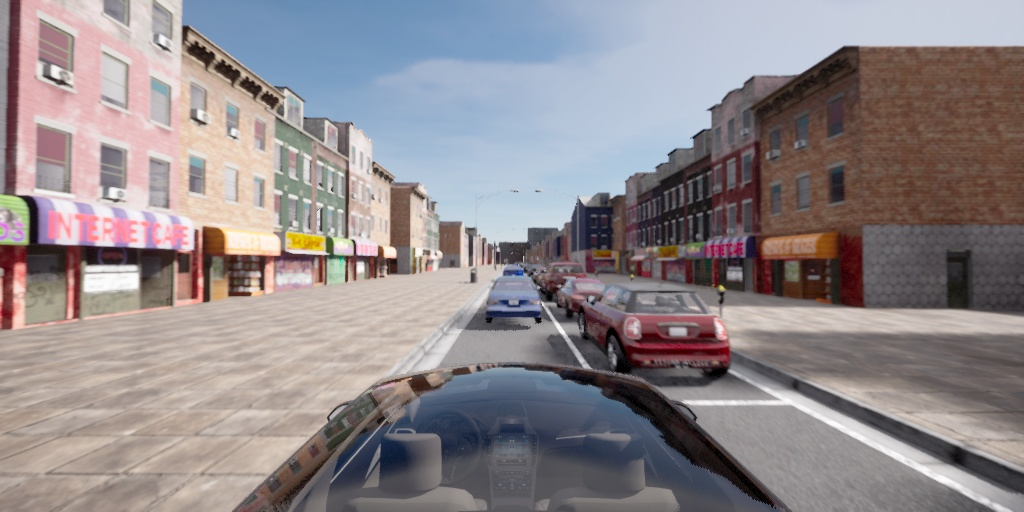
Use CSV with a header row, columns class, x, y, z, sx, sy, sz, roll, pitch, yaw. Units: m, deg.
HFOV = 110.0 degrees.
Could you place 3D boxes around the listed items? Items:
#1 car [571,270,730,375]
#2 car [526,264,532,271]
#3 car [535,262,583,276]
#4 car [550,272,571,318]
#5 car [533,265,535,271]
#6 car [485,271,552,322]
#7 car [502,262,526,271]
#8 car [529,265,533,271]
class,x,y,z,sx,sy,sz,roll,pitch,yaw
car,2.639,1.253,7.640,1.967,1.591,4.097,0,0,0
car,2.762,1.710,40.986,1.837,1.490,4.892,0,-1,0
car,2.643,1.253,18.988,2.192,1.841,5.009,0,0,0
car,2.641,1.457,13.314,1.802,1.307,4.207,0,0,0
car,2.645,1.530,24.832,1.751,1.417,4.829,0,0,0
car,0.068,1.418,12.896,2.033,1.411,5.357,0,-1,0
car,0.100,1.600,34.407,1.882,1.535,5.008,0,-1,0
car,2.647,1.654,30.336,1.802,1.307,4.207,0,0,0
